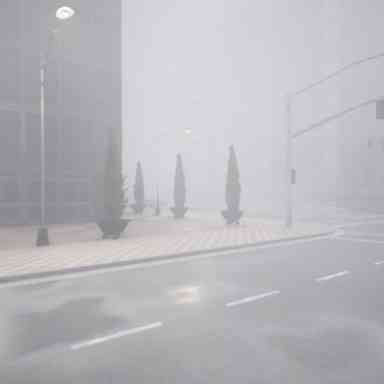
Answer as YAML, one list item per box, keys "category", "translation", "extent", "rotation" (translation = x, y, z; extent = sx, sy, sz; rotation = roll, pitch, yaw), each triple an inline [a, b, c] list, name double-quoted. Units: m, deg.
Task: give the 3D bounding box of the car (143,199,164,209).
- category: "car"
  translation: [-5.697, 1.537, 45.075]
  extent: [1.895, 1.301, 4.718]
  rotation: [0, 0, -36]
